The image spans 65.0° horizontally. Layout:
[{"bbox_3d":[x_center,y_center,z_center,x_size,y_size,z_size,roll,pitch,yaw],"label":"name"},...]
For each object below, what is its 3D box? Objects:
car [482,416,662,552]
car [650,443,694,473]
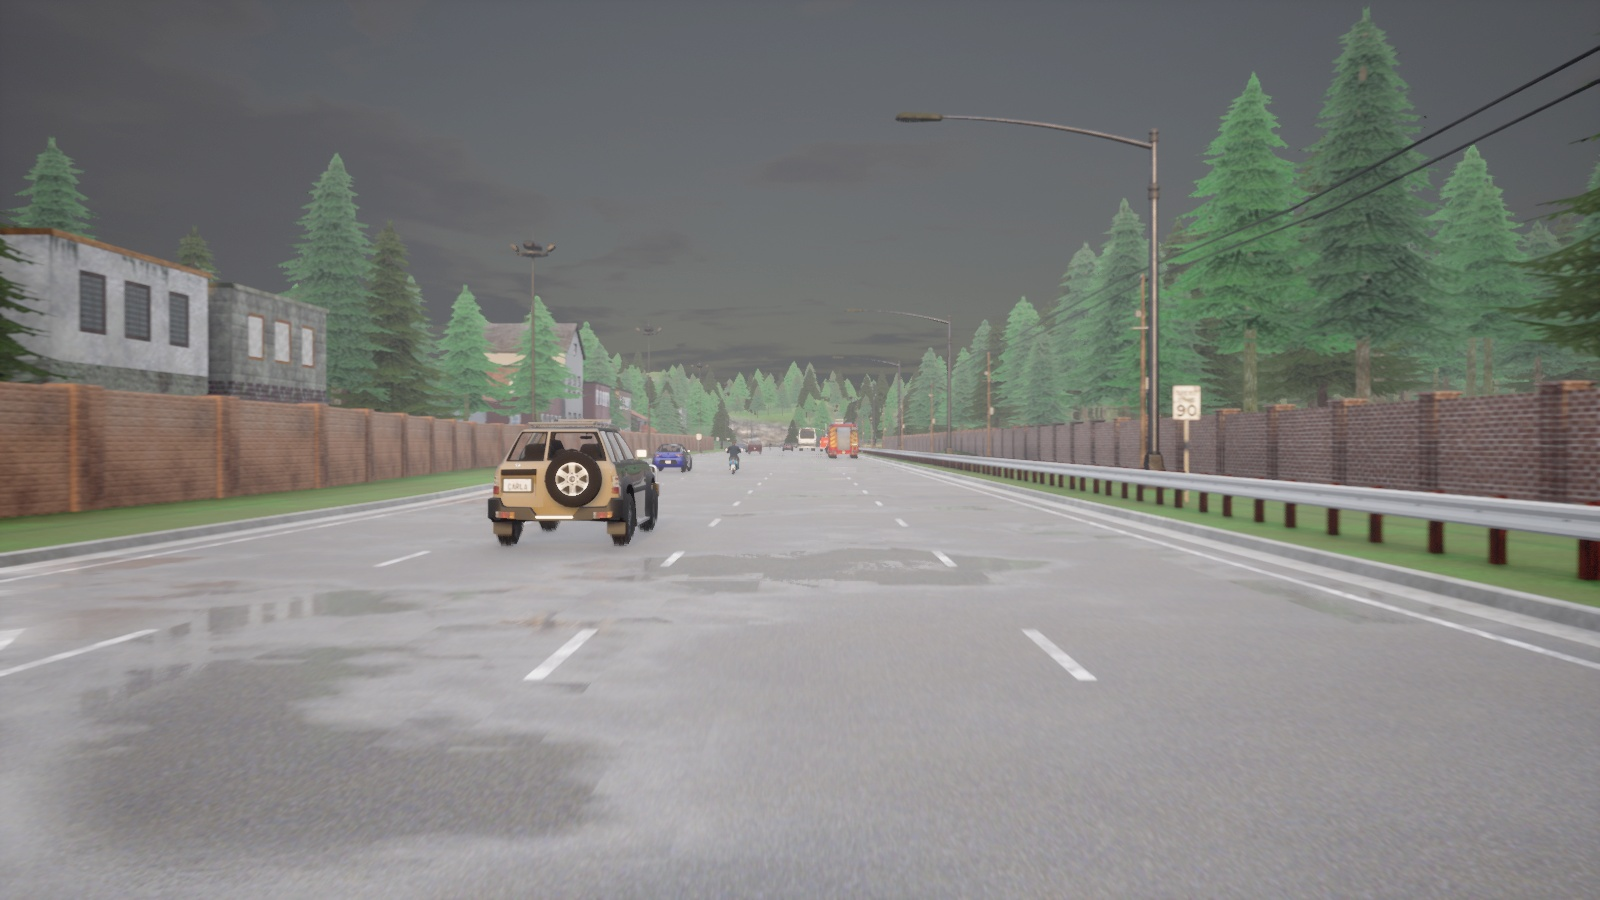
[{"bbox_3d":[-3.374,0.452,19.494,1.932,1.855,4.605,0,0,0],"label":"car"},{"bbox_3d":[-6.615,0.391,65.176,1.816,1.474,4.193,0,0,0],"label":"car"}]
